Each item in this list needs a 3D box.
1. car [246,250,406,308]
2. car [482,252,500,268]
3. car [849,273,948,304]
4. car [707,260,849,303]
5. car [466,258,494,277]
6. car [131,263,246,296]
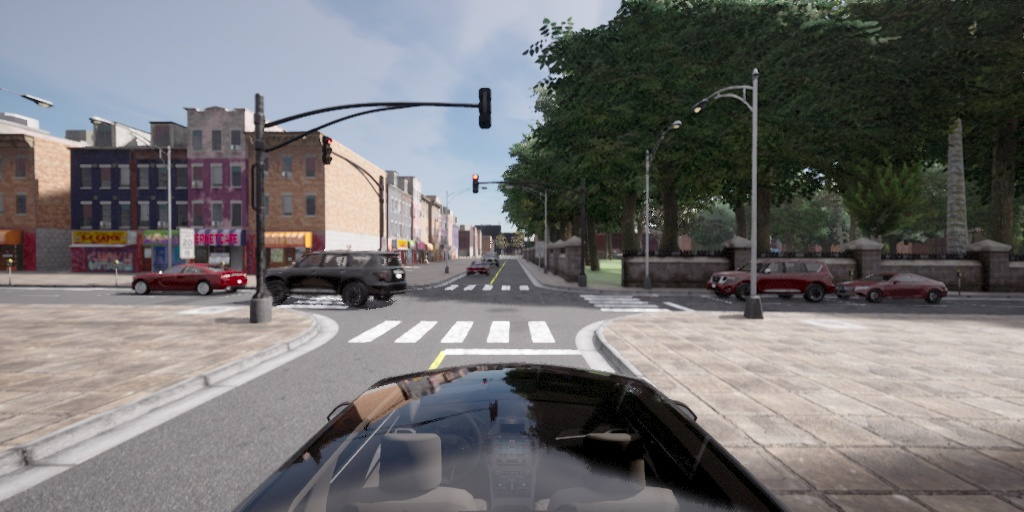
[{"bbox_3d":[-6.962,0.809,14.064,5.566,2.045,2.150,1,-1,10],"label":"car"},{"bbox_3d":[-2.849,0.512,49.007,2.150,2.045,5.566,0,1,0],"label":"car"},{"bbox_3d":[17.159,1.401,16.335,4.207,1.307,1.802,0,0,0],"label":"car"},{"bbox_3d":[11.711,1.071,16.353,5.009,1.841,2.192,0,0,0],"label":"car"},{"bbox_3d":[-2.850,1.078,31.335,1.895,1.301,4.718,0,1,0],"label":"car"},{"bbox_3d":[-14.717,1.016,16.440,4.507,1.381,1.888,0,0,0],"label":"car"}]
